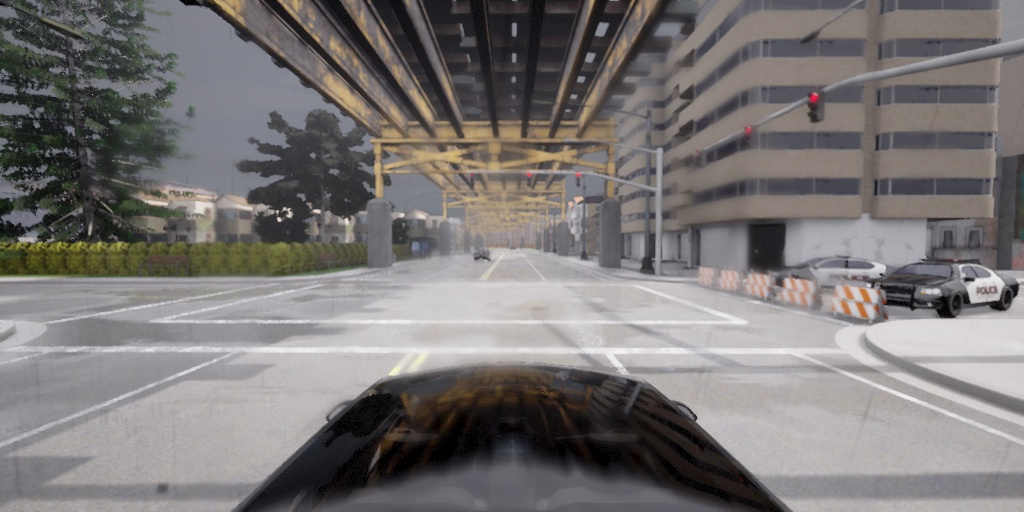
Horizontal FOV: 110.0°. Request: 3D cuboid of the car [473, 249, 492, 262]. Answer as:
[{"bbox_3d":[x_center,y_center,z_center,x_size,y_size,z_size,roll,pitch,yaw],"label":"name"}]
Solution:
[{"bbox_3d":[-3.385,-0.140,41.940,2.033,1.411,5.357,0,2,0],"label":"car"}]
